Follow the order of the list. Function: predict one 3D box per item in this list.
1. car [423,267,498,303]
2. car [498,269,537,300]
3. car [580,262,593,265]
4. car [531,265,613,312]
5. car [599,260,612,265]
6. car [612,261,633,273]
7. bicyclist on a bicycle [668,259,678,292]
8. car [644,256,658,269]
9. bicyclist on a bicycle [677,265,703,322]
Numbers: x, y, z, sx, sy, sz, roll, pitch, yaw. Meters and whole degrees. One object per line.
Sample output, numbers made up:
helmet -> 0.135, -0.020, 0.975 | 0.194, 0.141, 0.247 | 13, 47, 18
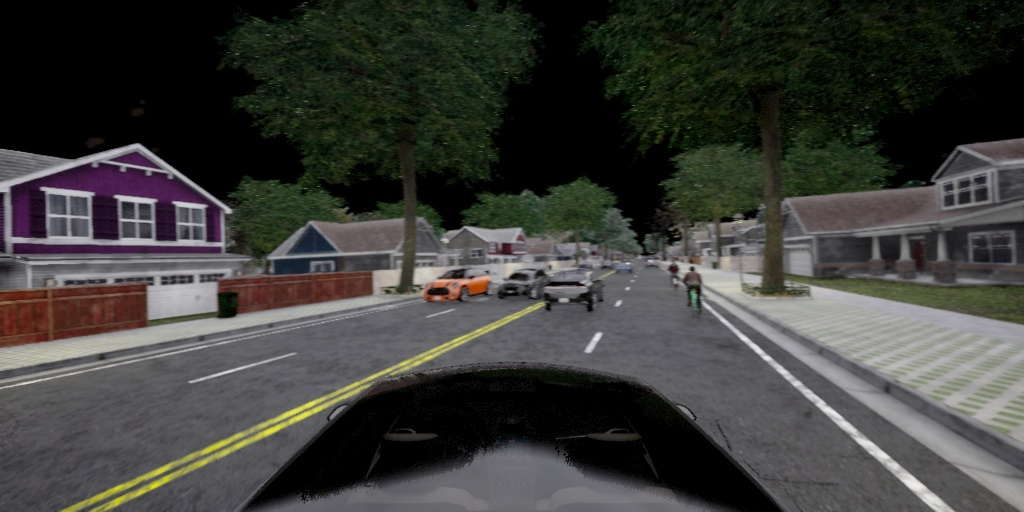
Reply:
car -> -2.789, 1.434, 19.241 | 2.097, 1.767, 4.553 | -2, -1, 21
car -> 0.774, 1.461, 19.460 | 1.837, 1.490, 4.892 | -2, -1, 21
car -> 11.840, 1.616, 57.583 | 2.033, 1.411, 5.357 | -2, -1, 21
car -> 2.661, 1.317, 14.721 | 2.128, 1.511, 4.902 | -2, -1, 21
car -> 15.144, 1.449, 57.145 | 1.837, 1.490, 4.892 | -2, -1, 21
car -> 13.999, 1.359, 44.531 | 2.033, 1.411, 5.357 | -2, -1, 21
bicyclist on a bicycle -> 8.728, 1.038, 19.322 | 0.659, 1.776, 1.843 | -2, 0, 21
car -> 22.353, 1.238, 57.355 | 2.033, 1.411, 5.357 | -2, -1, 21
bicyclist on a bicycle -> 5.544, 1.125, 10.938 | 0.582, 1.620, 1.656 | -2, -1, 21
